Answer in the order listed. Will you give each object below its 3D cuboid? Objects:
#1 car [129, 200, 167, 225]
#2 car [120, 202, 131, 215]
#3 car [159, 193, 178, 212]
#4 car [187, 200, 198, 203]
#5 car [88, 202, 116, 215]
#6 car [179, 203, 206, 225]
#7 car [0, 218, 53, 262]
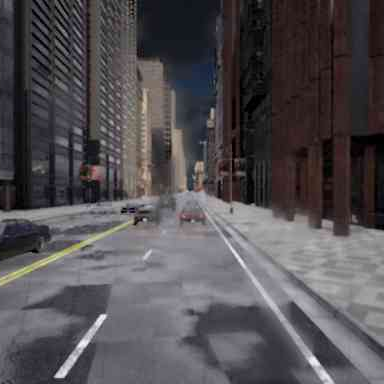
[{"bbox_3d":[-3.179,1.634,25.051,1.837,1.490,4.892,0,0,0],"label":"car"},{"bbox_3d":[-6.519,1.785,36.256,1.895,1.301,4.718,0,0,0],"label":"car"},{"bbox_3d":[-3.161,1.437,43.089,2.150,2.045,5.566,0,-1,0],"label":"car"},{"bbox_3d":[0.087,1.764,42.566,2.033,1.411,5.357,0,0,0],"label":"car"},{"bbox_3d":[-9.768,1.784,36.258,1.895,1.301,4.718,0,0,0],"label":"car"},{"bbox_3d":[0.073,1.730,25.192,1.895,1.301,4.718,0,0,0],"label":"car"},{"bbox_3d":[-6.592,1.604,11.194,2.033,1.411,5.357,0,0,0],"label":"car"}]
